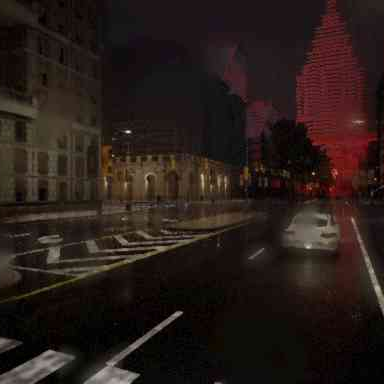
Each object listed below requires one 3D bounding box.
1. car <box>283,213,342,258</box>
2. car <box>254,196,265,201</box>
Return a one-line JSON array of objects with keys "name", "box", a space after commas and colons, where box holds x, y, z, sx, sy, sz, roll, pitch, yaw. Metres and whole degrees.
[{"name": "car", "box": [4.715, 1.531, 12.852, 1.812, 1.442, 4.674, 0, 0, 24]}, {"name": "car", "box": [16.953, 1.593, 84.001, 1.895, 1.301, 4.718, 0, 0, 24]}]
